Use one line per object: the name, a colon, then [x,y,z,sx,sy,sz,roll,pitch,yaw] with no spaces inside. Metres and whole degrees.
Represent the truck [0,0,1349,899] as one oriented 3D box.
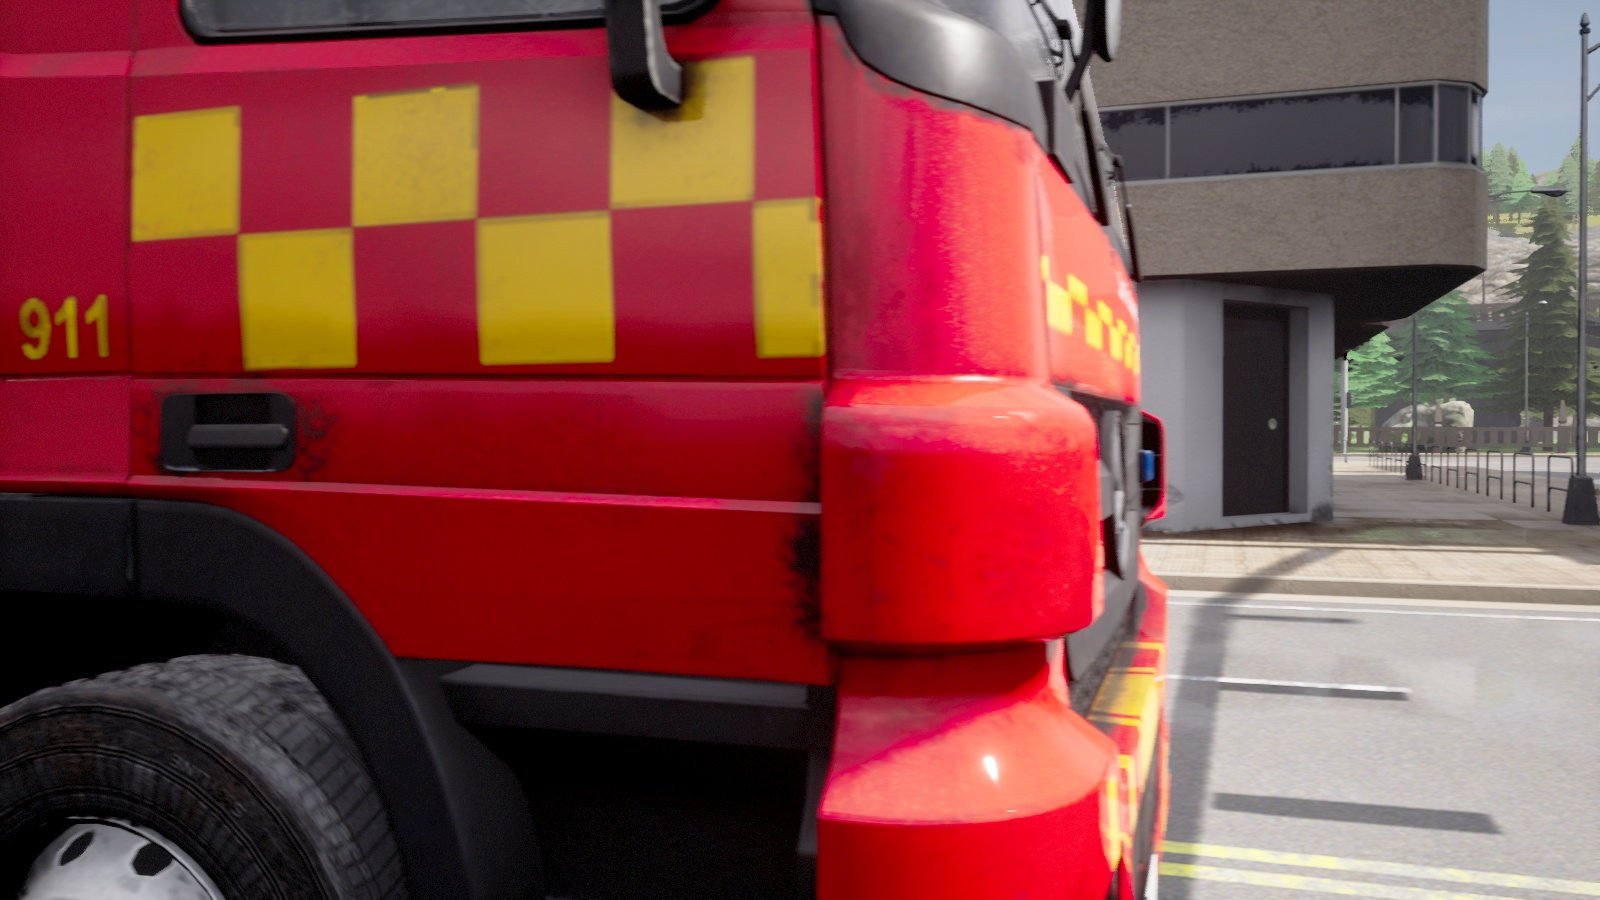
truck: [-2.924,-0.423,4.160,8.468,3.827,2.891,1,1,19]
